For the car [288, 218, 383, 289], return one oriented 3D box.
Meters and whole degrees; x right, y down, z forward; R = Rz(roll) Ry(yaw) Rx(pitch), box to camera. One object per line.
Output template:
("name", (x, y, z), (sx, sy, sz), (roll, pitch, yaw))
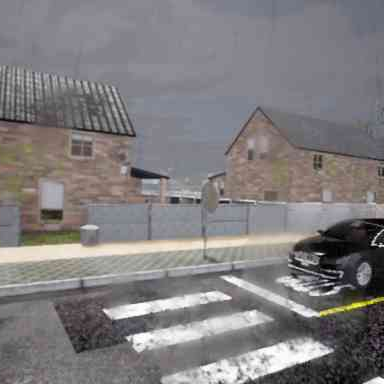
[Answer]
("car", (4.832, 1.515, 9.209), (4.892, 1.490, 1.837), (1, 2, -30))
